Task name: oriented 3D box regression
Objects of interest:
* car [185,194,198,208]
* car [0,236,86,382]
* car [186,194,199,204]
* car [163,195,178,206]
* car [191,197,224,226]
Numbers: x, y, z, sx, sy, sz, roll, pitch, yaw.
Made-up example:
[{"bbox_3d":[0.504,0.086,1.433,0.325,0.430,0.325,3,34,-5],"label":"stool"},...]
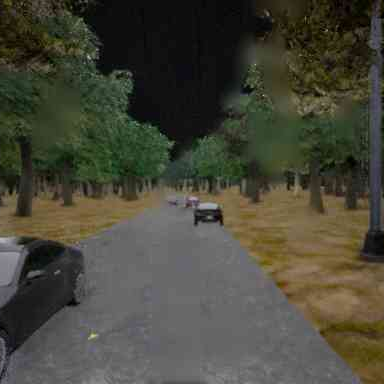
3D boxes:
[{"bbox_3d":[0.122,1.281,43.206,1.812,1.442,4.674,0,0,0],"label":"car"},{"bbox_3d":[-3.100,1.503,5.240,1.812,1.442,4.674,0,0,0],"label":"car"},{"bbox_3d":[0.014,1.118,57.073,2.128,1.511,4.902,0,1,0],"label":"car"},{"bbox_3d":[-3.071,1.217,48.281,1.837,1.490,4.892,0,0,0],"label":"car"},{"bbox_3d":[1.051,1.375,22.689,1.882,1.535,5.008,0,0,0],"label":"car"}]
